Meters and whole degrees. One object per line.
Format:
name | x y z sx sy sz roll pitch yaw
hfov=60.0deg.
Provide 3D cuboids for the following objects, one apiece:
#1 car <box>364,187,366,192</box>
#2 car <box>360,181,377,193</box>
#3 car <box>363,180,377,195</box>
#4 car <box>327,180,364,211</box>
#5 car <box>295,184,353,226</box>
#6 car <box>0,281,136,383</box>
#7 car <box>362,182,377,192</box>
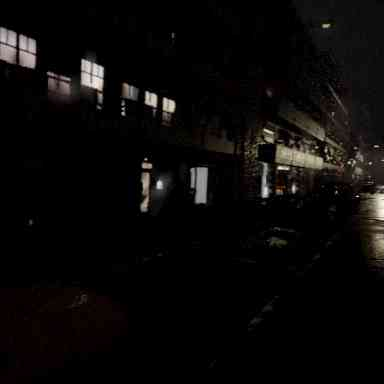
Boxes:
car | 12.194 0.374 26.046 1.802 1.307 4.206 5 4 31
car | 26.625 -0.741 50.226 1.967 1.590 4.097 5 4 31
car | 23.746 -0.671 45.380 2.192 1.841 5.009 5 4 31
car | 9.322 0.302 21.189 2.192 1.841 5.009 5 4 31
car | 6.431 0.621 16.360 1.967 1.590 4.097 5 4 31
car | -2.315 1.293 1.704 1.752 1.417 4.829 5 4 31
car | 29.506 -0.832 55.072 1.887 1.381 4.507 5 4 31
